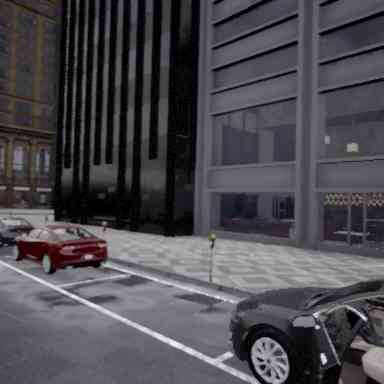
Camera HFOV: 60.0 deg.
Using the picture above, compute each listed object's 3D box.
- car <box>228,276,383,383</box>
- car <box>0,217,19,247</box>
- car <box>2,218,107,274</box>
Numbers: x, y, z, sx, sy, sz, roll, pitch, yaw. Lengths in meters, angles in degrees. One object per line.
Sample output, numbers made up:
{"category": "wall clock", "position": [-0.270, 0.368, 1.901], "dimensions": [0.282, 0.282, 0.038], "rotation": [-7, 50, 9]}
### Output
{"category": "car", "position": [2.625, 1.690, 3.653], "dimensions": [4.892, 1.490, 1.837], "rotation": [0, -2, 45]}
{"category": "car", "position": [-8.497, 1.803, 15.162], "dimensions": [4.403, 1.369, 2.008], "rotation": [0, -2, 45]}
{"category": "car", "position": [-4.631, 1.779, 11.356], "dimensions": [4.507, 1.381, 1.887], "rotation": [0, -2, 45]}
